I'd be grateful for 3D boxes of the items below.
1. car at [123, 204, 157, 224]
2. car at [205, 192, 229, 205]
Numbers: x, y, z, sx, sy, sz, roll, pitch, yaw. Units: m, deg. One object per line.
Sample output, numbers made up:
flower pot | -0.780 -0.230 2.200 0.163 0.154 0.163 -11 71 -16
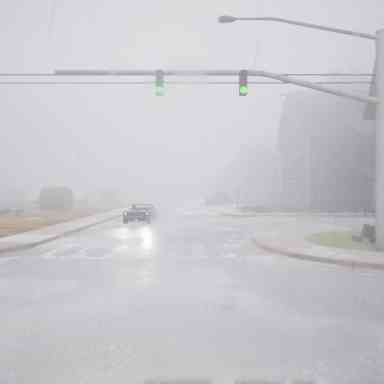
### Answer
car | -3.685 1.522 24.048 1.895 1.301 4.718 0 0 0
car | 3.932 0.991 52.666 1.905 1.878 3.866 -8 4 -42
